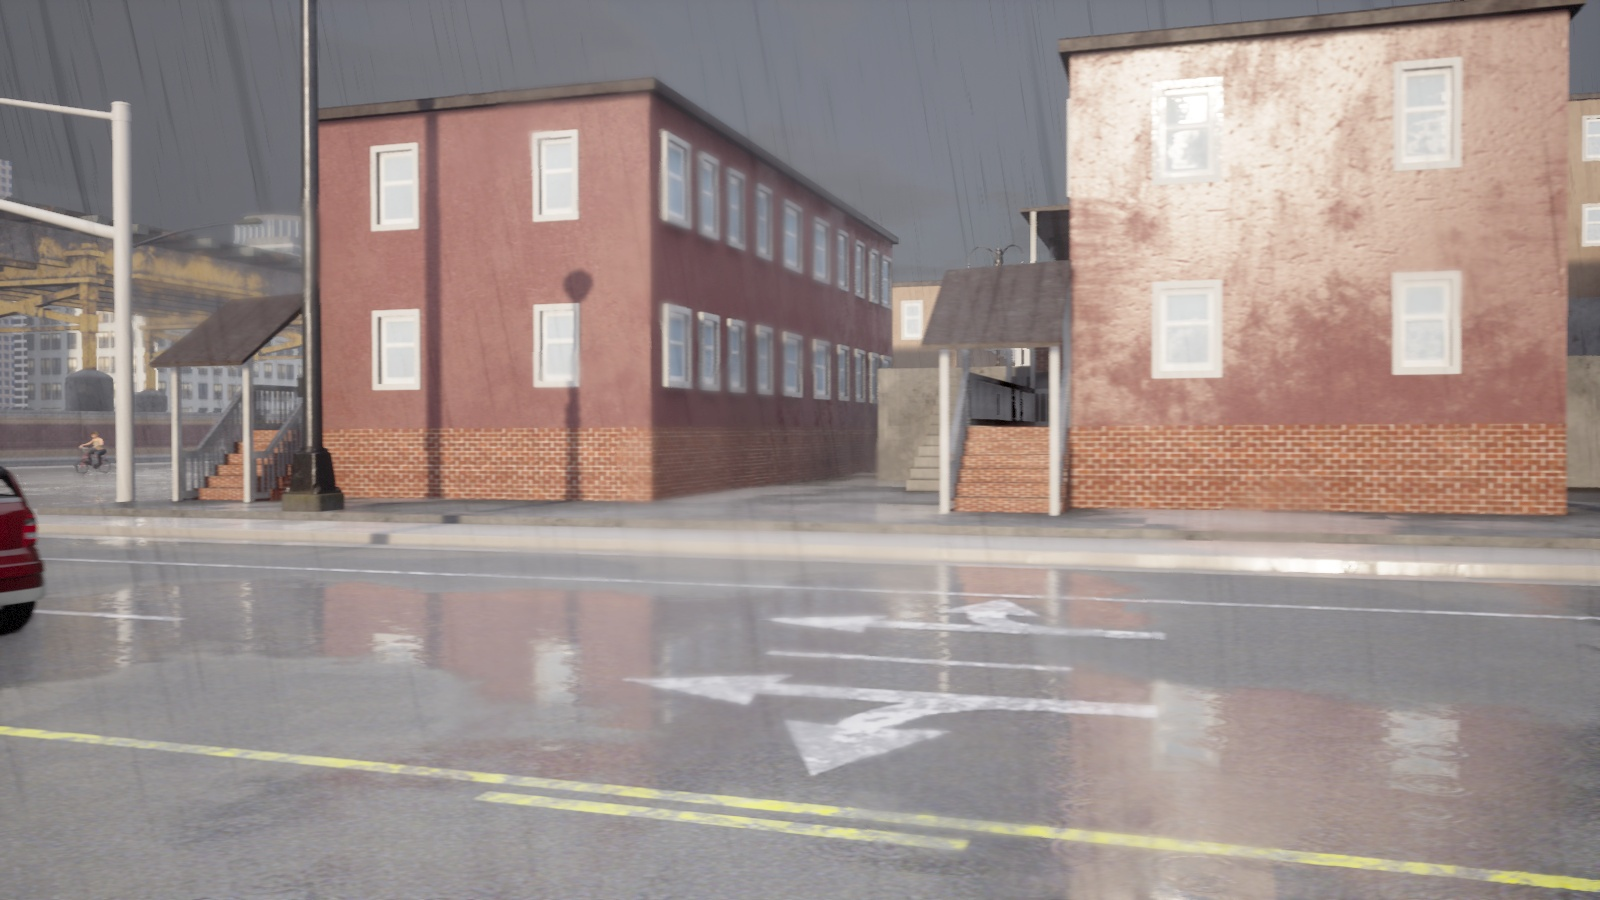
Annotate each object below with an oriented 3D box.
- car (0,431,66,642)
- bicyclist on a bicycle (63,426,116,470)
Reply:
[{"bbox_3d":[-7.745,0.624,9.490,3.705,1.549,1.789,1,1,19],"label":"car"},{"bbox_3d":[-26.591,-0.102,47.012,0.866,1.612,1.509,1,1,20],"label":"bicyclist on a bicycle"}]
